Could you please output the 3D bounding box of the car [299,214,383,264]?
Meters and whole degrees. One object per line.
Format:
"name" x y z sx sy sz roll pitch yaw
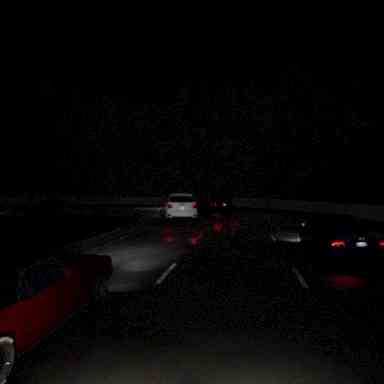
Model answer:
"car" 5.096 1.491 11.714 2.033 1.411 5.357 0 0 9

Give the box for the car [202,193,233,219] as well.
"car" 1.334 1.087 28.037 2.150 2.045 5.566 1 0 -25

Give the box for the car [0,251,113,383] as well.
"car" -2.852 1.575 5.118 1.895 1.301 4.718 0 0 7

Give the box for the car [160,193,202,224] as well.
"car" -1.027 1.105 24.193 2.150 2.045 5.566 1 0 -9

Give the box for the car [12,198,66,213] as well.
"car" -15.341 1.327 33.586 4.902 1.511 2.128 0 0 -21
